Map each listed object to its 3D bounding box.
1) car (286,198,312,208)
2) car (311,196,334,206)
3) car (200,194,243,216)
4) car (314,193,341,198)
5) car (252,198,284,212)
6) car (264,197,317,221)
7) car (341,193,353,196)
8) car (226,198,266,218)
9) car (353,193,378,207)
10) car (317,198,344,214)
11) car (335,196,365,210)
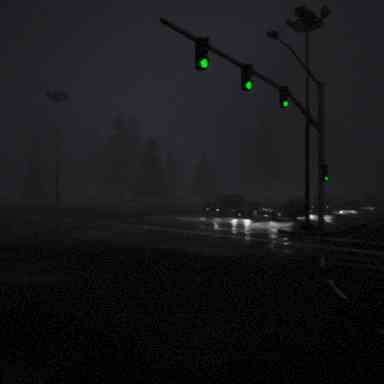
[{"bbox_3d":[15.348,1.534,47.532,1.895,1.301,4.718,0,0,39],"label":"car"},{"bbox_3d":[21.796,1.410,55.523,2.128,1.511,4.902,0,0,39],"label":"car"},{"bbox_3d":[3.108,1.181,32.119,2.150,2.045,5.566,0,0,38],"label":"car"},{"bbox_3d":[17.973,1.155,45.220,2.150,2.045,5.566,0,0,39],"label":"car"},{"bbox_3d":[9.157,1.472,39.748,1.812,1.442,4.674,0,0,38],"label":"car"},{"bbox_3d":[8.162,1.453,27.233,2.128,1.511,4.902,0,0,38],"label":"car"},{"bbox_3d":[24.927,1.137,53.848,2.150,2.045,5.566,0,0,39],"label":"car"},{"bbox_3d":[5.565,1.508,29.593,2.033,1.411,5.357,0,0,38],"label":"car"},{"bbox_3d":[26.723,1.140,50.530,2.150,2.045,5.566,0,1,39],"label":"car"},{"bbox_3d":[13.918,1.550,34.492,1.895,1.301,4.718,0,0,38],"label":"car"},{"bbox_3d":[20.201,1.536,42.398,1.895,1.301,4.718,0,0,39],"label":"car"}]
